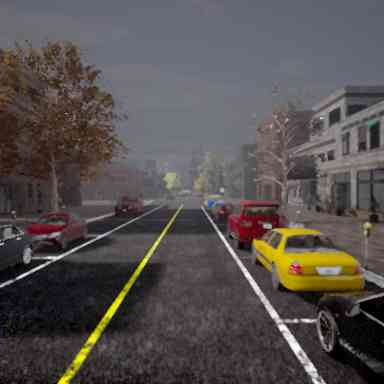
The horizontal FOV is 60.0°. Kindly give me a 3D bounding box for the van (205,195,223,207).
[{"bbox_3d":[2.631,1.255,36.399,1.690,1.788,3.998,-1,0,0],"label":"van"}]

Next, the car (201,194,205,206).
[{"bbox_3d":[2.616,1.413,47.666,1.752,1.417,4.829,-1,0,0],"label":"car"}]

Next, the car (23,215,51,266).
[{"bbox_3d":[-5.704,1.536,8.643,2.008,1.369,4.403,-1,0,0],"label":"car"}]

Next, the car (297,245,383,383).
[{"bbox_3d":[2.686,1.556,3.110,1.947,1.339,4.313,-1,0,0],"label":"car"}]

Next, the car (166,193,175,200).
[{"bbox_3d":[-5.835,1.107,91.076,2.192,1.841,5.009,-1,0,0],"label":"car"}]

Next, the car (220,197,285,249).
[{"bbox_3d":[2.666,1.281,14.206,2.192,1.841,5.009,-1,0,0],"label":"car"}]

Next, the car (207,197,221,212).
[{"bbox_3d":[2.642,1.452,31.021,1.752,1.417,4.829,-1,0,0],"label":"car"}]

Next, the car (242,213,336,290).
[{"bbox_3d":[2.678,1.503,8.827,1.752,1.417,4.829,-1,0,0],"label":"car"}]

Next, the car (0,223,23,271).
[{"bbox_3d":[-3.001,1.222,0.956,2.150,2.045,5.566,0,0,0],"label":"car"}]

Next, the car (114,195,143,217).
[{"bbox_3d":[-5.740,1.249,30.835,2.192,1.841,5.009,-1,0,0],"label":"car"}]

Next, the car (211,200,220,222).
[{"bbox_3d":[2.651,1.522,25.303,1.802,1.307,4.206,-1,0,0],"label":"car"}]

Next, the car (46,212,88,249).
[{"bbox_3d":[-5.712,1.554,14.192,1.802,1.307,4.206,-1,0,0],"label":"car"}]
